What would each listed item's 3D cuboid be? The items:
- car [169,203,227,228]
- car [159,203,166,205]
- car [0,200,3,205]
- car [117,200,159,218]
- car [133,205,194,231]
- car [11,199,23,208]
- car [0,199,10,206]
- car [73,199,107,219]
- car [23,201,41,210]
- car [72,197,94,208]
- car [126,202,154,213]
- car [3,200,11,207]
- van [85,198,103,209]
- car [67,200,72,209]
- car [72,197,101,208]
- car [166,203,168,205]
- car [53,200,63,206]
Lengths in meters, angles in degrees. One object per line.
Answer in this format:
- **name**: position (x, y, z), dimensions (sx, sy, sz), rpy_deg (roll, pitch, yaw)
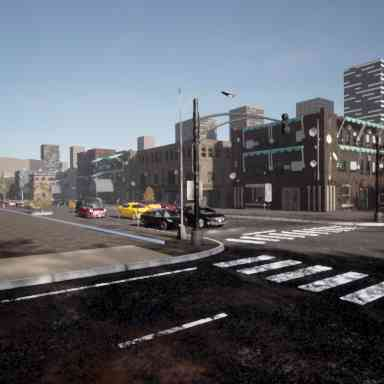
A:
- **car**: position (0.509, 1.720, 24.157), dimensions (1.837, 1.490, 4.892), rpy_deg (-1, 0, -34)
- **car**: position (-5.271, 1.693, 37.170), dimensions (2.097, 1.767, 4.553), rpy_deg (-1, 0, -37)
- **car**: position (-43.428, 2.548, 78.461), dimensions (2.008, 1.369, 4.403), rpy_deg (-1, 0, -37)
- **car**: position (-5.529, 1.808, 32.183), dimensions (1.882, 1.535, 5.008), rpy_deg (-1, 0, -37)
- **car**: position (-2.031, 1.815, 22.974), dimensions (1.947, 1.339, 4.313), rpy_deg (-2, 0, -37)
- **car**: position (-33.475, 2.376, 65.170), dimensions (2.008, 1.369, 4.403), rpy_deg (-1, 0, -37)
- **car**: position (-46.745, 2.598, 82.891), dimensions (1.887, 1.381, 4.507), rpy_deg (-1, 0, -37)
- **car**: position (-10.254, 1.847, 34.154), dimensions (1.967, 1.590, 4.097), rpy_deg (-2, 0, -37)
- **car**: position (-26.738, 2.233, 56.172), dimensions (1.752, 1.417, 4.829), rpy_deg (-1, 0, -37)
- **car**: position (-20.138, 1.940, 61.331), dimensions (2.192, 1.841, 5.009), rpy_deg (-1, 0, -37)
- **car**: position (-6.861, 1.966, 43.609), dimensions (1.802, 1.307, 4.206), rpy_deg (-2, 0, -37)
- **car**: position (-40.112, 2.380, 74.030), dimensions (1.967, 1.590, 4.097), rpy_deg (-1, 0, -37)
- **van**: position (-16.820, 1.907, 56.901), dimensions (1.690, 1.788, 3.998), rpy_deg (-1, 0, -37)
- **car**: position (-19.369, 2.078, 56.005), dimensions (1.882, 1.535, 5.008), rpy_deg (-1, 0, -37)
- **car**: position (-12.885, 1.688, 42.021), dimensions (2.150, 2.045, 5.566), rpy_deg (-1, 0, -37)
- **car**: position (-3.544, 1.904, 39.179), dimensions (1.802, 1.307, 4.206), rpy_deg (-2, 0, -37)
- **car**: position (-30.085, 2.364, 74.625), dimensions (1.947, 1.339, 4.313), rpy_deg (-1, 0, -37)
